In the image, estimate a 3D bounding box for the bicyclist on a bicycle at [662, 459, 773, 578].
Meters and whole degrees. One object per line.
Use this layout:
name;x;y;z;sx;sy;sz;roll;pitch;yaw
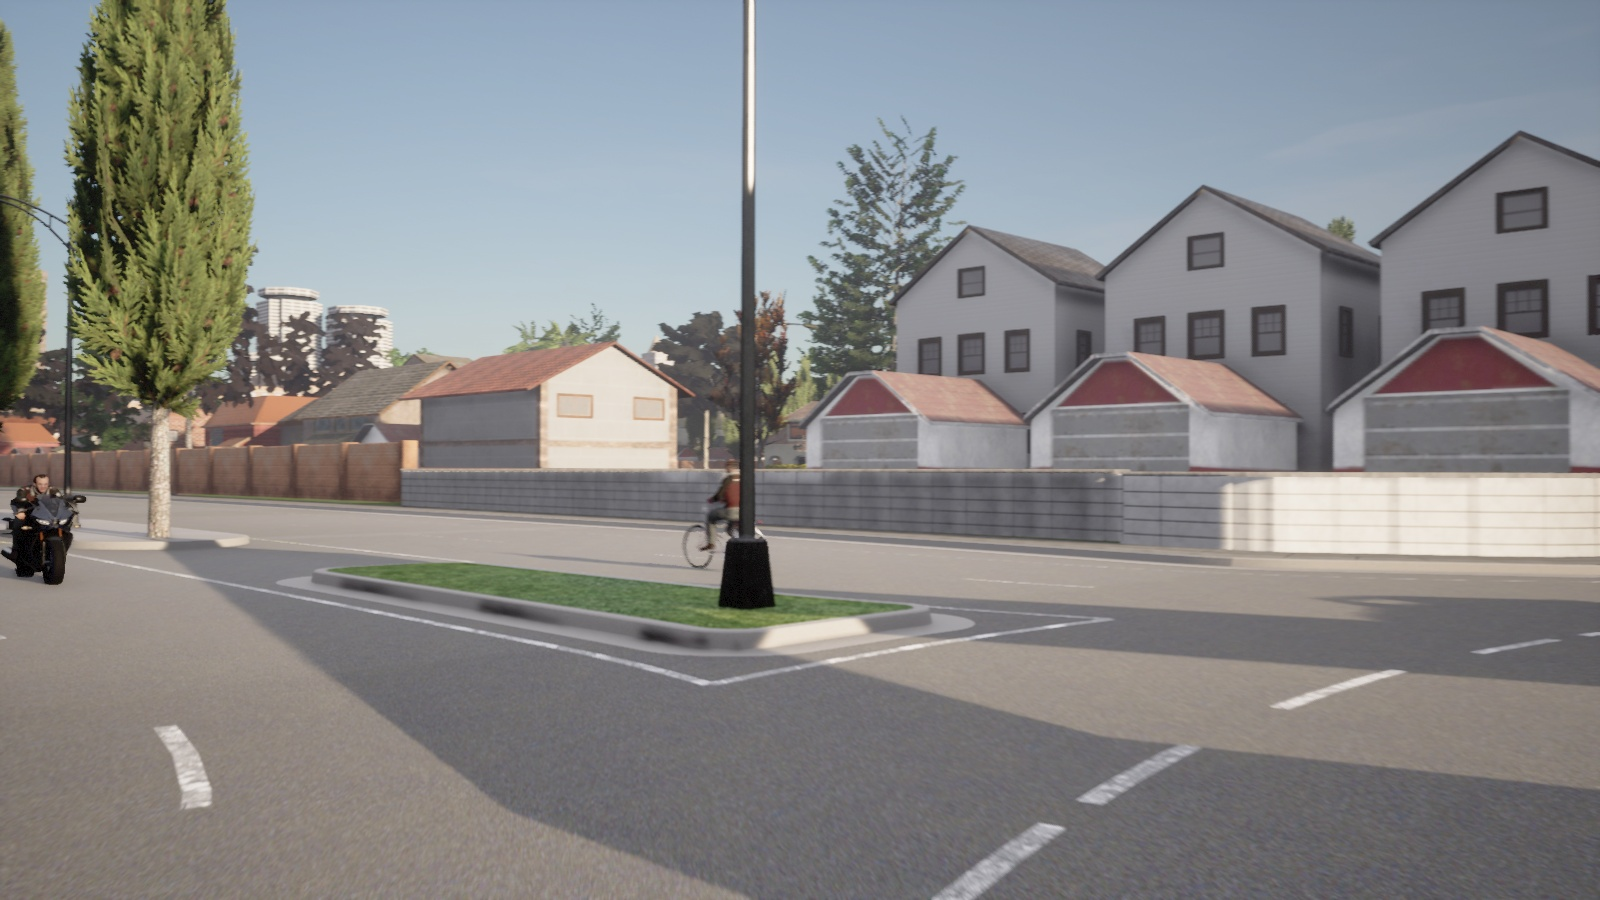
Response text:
bicyclist on a bicycle;-1.308;1.030;19.637;1.843;1.776;0.659;-1;-1;44

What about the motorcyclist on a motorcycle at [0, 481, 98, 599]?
motorcyclist on a motorcycle;-10.601;1.201;17.529;0.866;1.530;2.191;1;-1;-44
